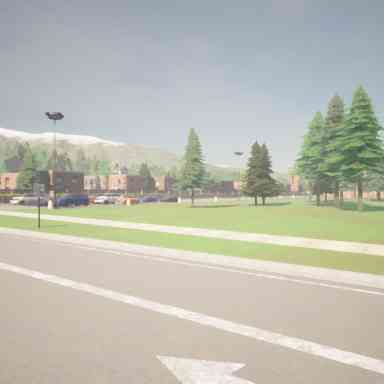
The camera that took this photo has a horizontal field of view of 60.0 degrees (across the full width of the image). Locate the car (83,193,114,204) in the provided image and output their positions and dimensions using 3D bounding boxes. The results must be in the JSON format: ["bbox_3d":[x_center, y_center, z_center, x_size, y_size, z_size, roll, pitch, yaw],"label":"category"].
[{"bbox_3d":[-17.419,1.224,62.358,2.150,2.045,5.566,0,0,35],"label":"car"}]

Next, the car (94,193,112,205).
[{"bbox_3d":[-14.807,1.223,60.012,2.150,2.045,5.566,0,0,35],"label":"car"}]

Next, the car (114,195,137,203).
[{"bbox_3d":[-14.397,1.477,72.688,1.882,1.535,5.008,0,0,35],"label":"car"}]

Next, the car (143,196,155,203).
[{"bbox_3d":[-8.920,1.526,68.318,1.812,1.442,4.674,0,0,35],"label":"car"}]

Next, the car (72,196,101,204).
[{"bbox_3d":[-20.336,1.492,64.252,2.128,1.511,4.902,0,0,35],"label":"car"}]

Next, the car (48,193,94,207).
[{"bbox_3d":[-17.912,1.224,49.490,2.150,2.045,5.566,0,0,35],"label":"car"}]

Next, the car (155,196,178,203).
[{"bbox_3d":[-4.585,1.547,68.424,2.033,1.411,5.357,0,0,35],"label":"car"}]

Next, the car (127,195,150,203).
[{"bbox_3d":[-11.347,1.525,70.943,2.128,1.511,4.902,0,0,35],"label":"car"}]

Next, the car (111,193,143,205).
[{"bbox_3d":[-11.389,1.352,58.805,2.097,1.767,4.553,0,0,35],"label":"car"}]

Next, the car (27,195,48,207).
[{"bbox_3d":[-21.485,1.548,50.485,2.033,1.411,5.357,0,0,35],"label":"car"}]

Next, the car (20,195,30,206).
[{"bbox_3d":[-23.901,1.548,53.136,2.033,1.411,5.357,0,0,35],"label":"car"}]

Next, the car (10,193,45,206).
[{"bbox_3d":[-26.894,1.224,54.953,2.150,2.045,5.566,0,0,35],"label":"car"}]
